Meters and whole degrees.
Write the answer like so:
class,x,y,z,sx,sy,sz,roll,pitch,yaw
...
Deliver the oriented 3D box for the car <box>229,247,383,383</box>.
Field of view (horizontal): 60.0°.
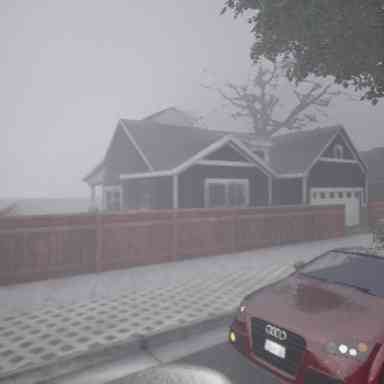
class,x,y,z,sx,sy,sz,roll,pitch,yaw
car,2.553,1.564,4.872,4.181,1.385,1.994,0,0,-35
